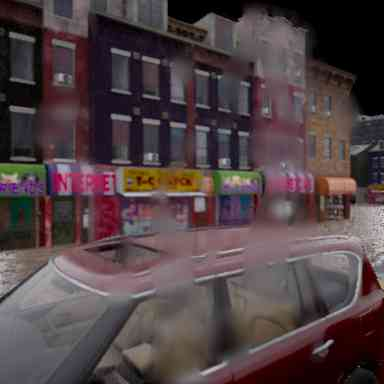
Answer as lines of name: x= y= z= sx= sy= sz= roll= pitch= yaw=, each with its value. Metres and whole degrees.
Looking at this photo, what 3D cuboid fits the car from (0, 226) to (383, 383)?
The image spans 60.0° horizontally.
car: x=-0.338 y=1.309 z=2.579 sx=5.009 sy=1.841 sz=2.192 roll=0 pitch=0 yaw=-36
